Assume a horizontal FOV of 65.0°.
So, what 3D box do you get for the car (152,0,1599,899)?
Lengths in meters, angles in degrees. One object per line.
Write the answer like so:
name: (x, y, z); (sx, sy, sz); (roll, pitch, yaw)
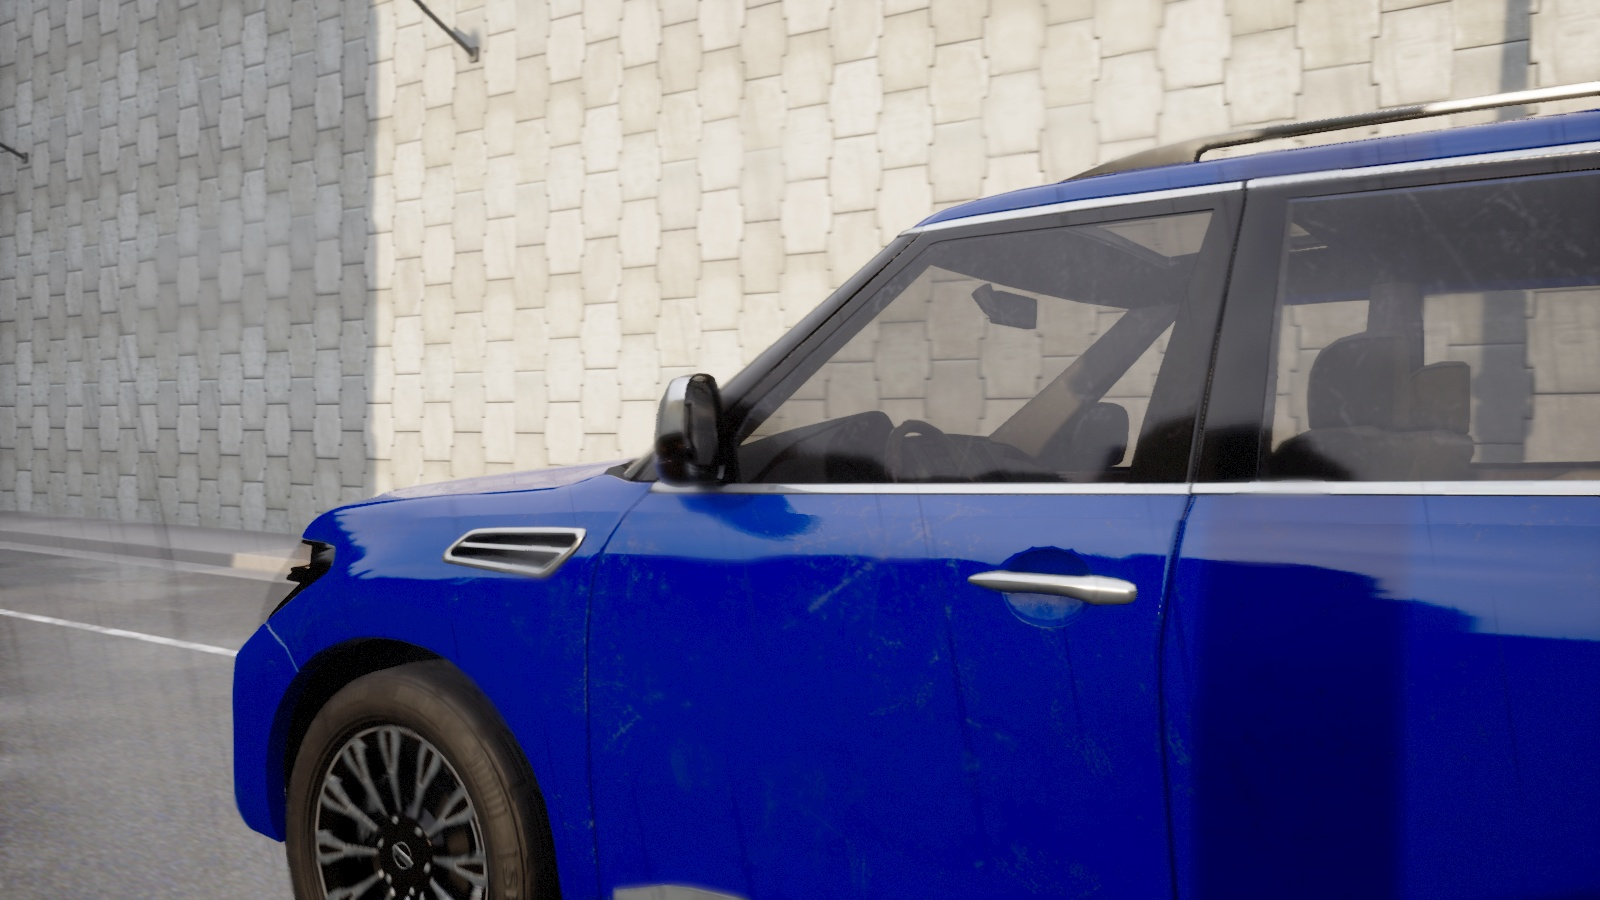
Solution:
car: (1.109, 0.401, 2.881); (5.566, 2.045, 2.150); (0, 1, 34)
